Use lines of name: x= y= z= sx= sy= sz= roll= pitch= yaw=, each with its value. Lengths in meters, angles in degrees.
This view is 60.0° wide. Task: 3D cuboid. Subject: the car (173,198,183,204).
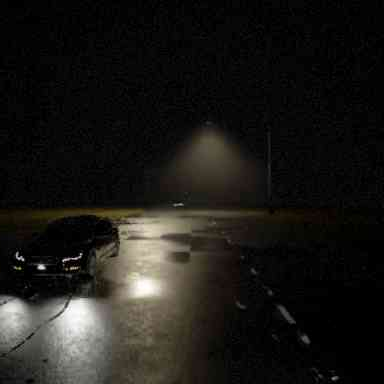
car: x=-3.086 y=1.950 z=74.770 sx=1.994 sy=1.385 sz=4.181 roll=0 pitch=0 yaw=4

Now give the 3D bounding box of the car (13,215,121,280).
car: x=-3.456 y=1.507 z=10.096 sx=1.837 sy=1.490 sz=4.892 roll=1 pitch=0 yaw=0
